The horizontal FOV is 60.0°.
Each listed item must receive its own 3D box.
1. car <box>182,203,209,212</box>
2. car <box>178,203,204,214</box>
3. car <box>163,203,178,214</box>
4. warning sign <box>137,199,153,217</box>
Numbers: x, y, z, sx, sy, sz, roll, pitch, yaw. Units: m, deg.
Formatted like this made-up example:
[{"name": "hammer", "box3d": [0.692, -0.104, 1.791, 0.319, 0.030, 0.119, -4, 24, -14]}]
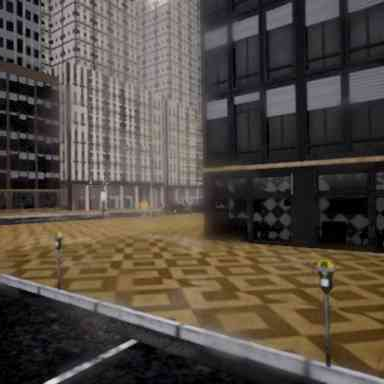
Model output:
[{"name": "car", "box3d": [0.697, 2.704, 59.584, 2.033, 1.411, 5.357, -1, -2, 36]}, {"name": "car", "box3d": [0.351, 2.442, 48.108, 1.994, 1.385, 4.181, -1, -2, 36]}, {"name": "car", "box3d": [-2.260, 2.450, 50.045, 1.837, 1.490, 4.892, -1, -1, 36]}, {"name": "warning sign", "box3d": [-5.080, 1.727, 35.868, 1.300, 1.860, 1.060, 0, 0, 36]}]
